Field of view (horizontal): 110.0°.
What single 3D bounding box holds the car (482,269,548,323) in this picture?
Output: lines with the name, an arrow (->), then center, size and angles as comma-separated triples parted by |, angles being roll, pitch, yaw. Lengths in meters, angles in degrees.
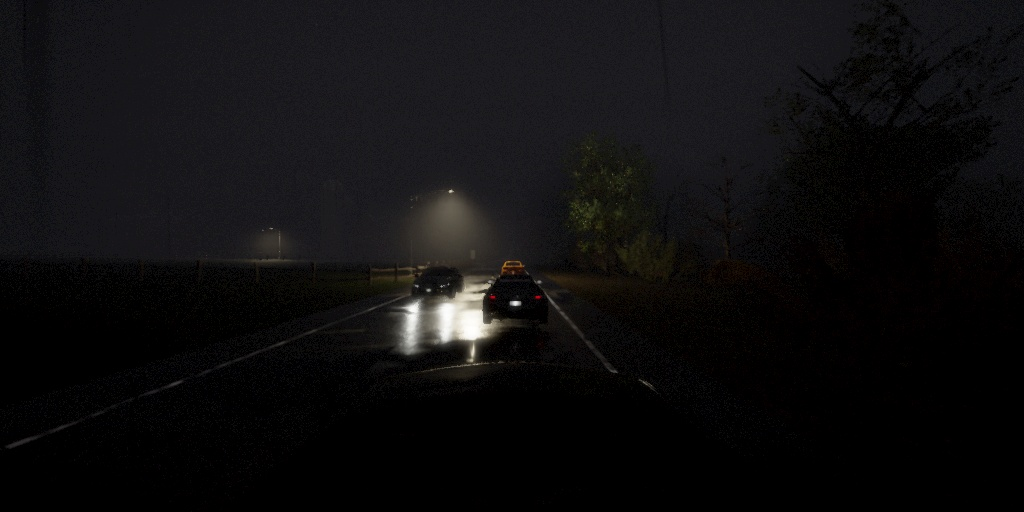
car -> 0.098, 1.300, 12.082 | 1.994, 1.385, 4.181 | 0, 0, 0

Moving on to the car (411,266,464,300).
car -> -3.536, 1.235, 17.710 | 1.837, 1.490, 4.892 | 0, -1, 0

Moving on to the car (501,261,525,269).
car -> 0.092, 1.187, 31.041 | 1.882, 1.535, 5.008 | 0, 0, 0
